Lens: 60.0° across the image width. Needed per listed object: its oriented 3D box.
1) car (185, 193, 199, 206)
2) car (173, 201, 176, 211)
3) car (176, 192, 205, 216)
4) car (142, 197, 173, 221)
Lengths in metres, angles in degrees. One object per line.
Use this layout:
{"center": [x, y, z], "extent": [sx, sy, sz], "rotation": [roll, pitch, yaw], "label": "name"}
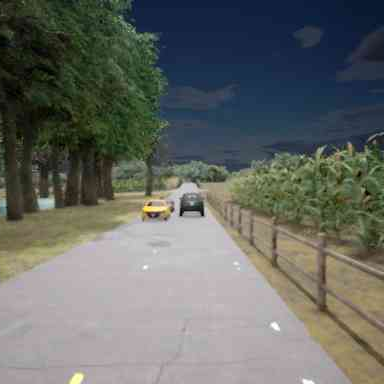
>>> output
{"center": [0.042, 1.005, 45.502], "extent": [1.882, 1.535, 5.008], "rotation": [0, 2, 1], "label": "car"}
{"center": [-2.757, 1.278, 34.436], "extent": [1.812, 1.442, 4.674], "rotation": [0, 1, 0], "label": "car"}
{"center": [-0.005, 1.041, 30.084], "extent": [2.150, 2.045, 5.566], "rotation": [0, 1, 0], "label": "car"}
{"center": [-2.755, 1.358, 26.223], "extent": [1.882, 1.535, 5.008], "rotation": [0, 1, 0], "label": "car"}
